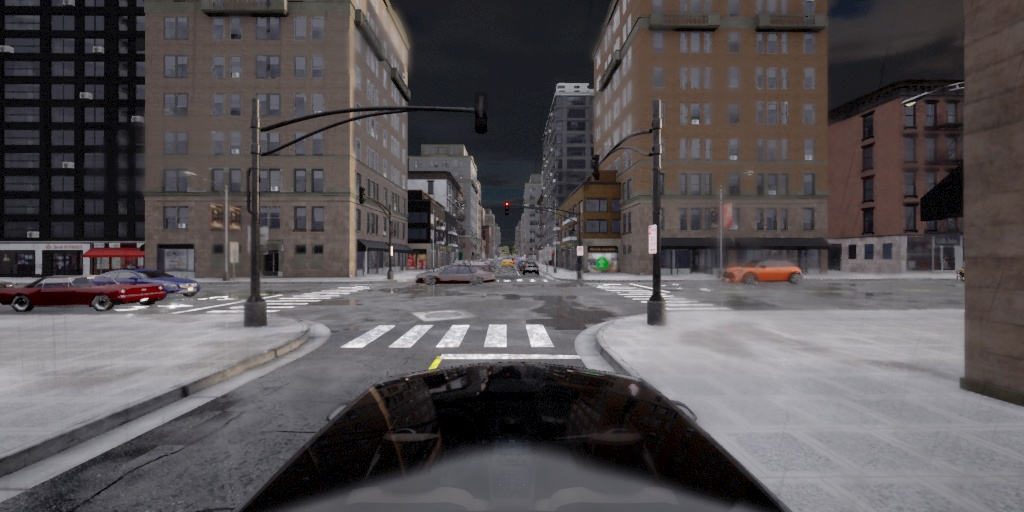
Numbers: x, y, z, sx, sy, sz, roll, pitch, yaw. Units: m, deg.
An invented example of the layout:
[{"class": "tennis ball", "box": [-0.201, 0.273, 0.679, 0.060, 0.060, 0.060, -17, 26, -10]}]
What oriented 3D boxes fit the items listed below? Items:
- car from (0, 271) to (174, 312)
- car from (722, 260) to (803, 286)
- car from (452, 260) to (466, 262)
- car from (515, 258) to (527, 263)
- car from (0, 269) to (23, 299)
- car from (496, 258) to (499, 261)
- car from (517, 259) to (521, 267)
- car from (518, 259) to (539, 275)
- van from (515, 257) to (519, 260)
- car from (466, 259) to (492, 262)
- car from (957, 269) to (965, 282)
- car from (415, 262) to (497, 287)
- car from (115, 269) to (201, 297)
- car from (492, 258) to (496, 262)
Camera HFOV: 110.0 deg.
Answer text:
[{"class": "car", "box": [-16.565, 1.401, 13.982, 4.718, 1.301, 1.895, 0, 0, -1]}, {"class": "car", "box": [16.866, 1.037, 24.335, 4.553, 1.767, 2.097, 0, 0, -1]}, {"class": "car", "box": [-6.000, 1.230, 39.628, 1.967, 1.591, 4.097, 0, 0, 0]}, {"class": "car", "box": [1.908, 1.386, 56.217, 1.948, 1.339, 4.313, 0, 0, 0]}, {"class": "car", "box": [-27.462, 1.396, 17.097, 5.357, 1.411, 2.033, 0, 0, -1]}, {"class": "car", "box": [-3.576, 1.424, 57.555, 1.895, 1.301, 4.718, 0, 0, 0]}, {"class": "car", "box": [1.947, 1.391, 50.706, 1.802, 1.307, 4.207, 0, 0, 0]}, {"class": "car", "box": [2.025, 1.356, 39.684, 1.948, 1.339, 4.313, 0, 0, 0]}, {"class": "van", "box": [1.869, 1.173, 61.727, 1.690, 1.789, 3.998, 0, 0, 0]}, {"class": "car", "box": [-3.450, 1.265, 37.822, 1.882, 1.535, 5.008, 0, 0, 0]}, {"class": "car", "box": [33.639, 1.091, 24.535, 5.008, 1.535, 1.882, 0, 0, -1]}, {"class": "car", "box": [-3.664, 1.312, 24.089, 5.357, 1.411, 2.033, 0, 0, -1]}, {"class": "car", "box": [-17.736, 1.337, 17.211, 4.674, 1.442, 1.812, 0, 0, 1]}, {"class": "car", "box": [-3.515, 1.308, 47.415, 1.837, 1.490, 4.892, 0, 0, 0]}]
